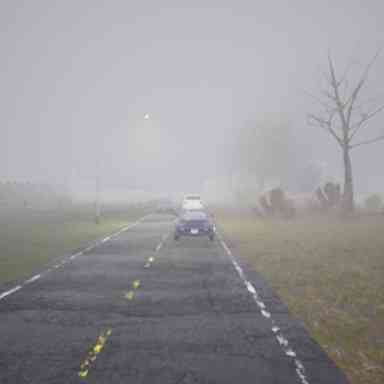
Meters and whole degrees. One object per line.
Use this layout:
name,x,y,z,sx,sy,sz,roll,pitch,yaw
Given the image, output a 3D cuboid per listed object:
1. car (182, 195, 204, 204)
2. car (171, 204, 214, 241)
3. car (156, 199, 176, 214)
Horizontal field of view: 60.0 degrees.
car,0.107,1.296,36.996,2.150,2.045,5.566,0,0,0
car,0.103,1.555,16.836,1.812,1.442,4.674,0,0,0
car,-2.745,1.579,35.941,1.837,1.490,4.892,0,-1,0
